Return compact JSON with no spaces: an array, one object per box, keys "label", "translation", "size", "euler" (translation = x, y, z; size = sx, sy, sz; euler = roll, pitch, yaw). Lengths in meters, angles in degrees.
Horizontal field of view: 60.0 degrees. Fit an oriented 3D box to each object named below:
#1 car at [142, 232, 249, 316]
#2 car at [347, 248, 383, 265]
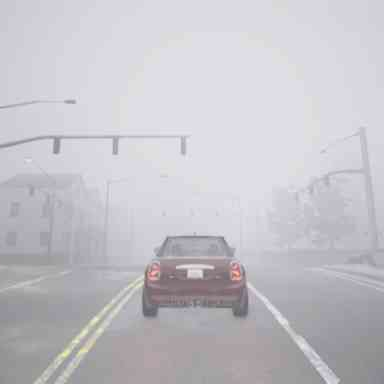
[{"label":"car","translation":[0.075,1.798,8.424],"size":[2.097,1.767,4.553],"euler":[0,-6,0]},{"label":"car","translation":[16.211,5.712,29.253],"size":[4.892,1.490,1.837],"euler":[-1,-12,1]}]
